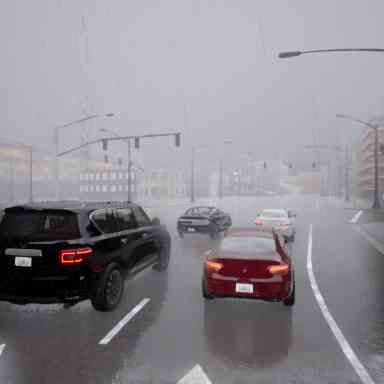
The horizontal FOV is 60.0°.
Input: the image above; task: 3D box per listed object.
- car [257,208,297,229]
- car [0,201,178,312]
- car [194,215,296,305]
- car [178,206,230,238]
[{"bbox_3d":[4.178,1.526,16.534,1.812,1.442,4.674,0,0,20],"label":"car"},{"bbox_3d":[-2.167,1.221,8.012,2.150,2.045,5.566,0,0,12],"label":"car"},{"bbox_3d":[1.445,1.526,8.099,1.812,1.442,4.674,0,0,13],"label":"car"},{"bbox_3d":[0.771,1.491,17.263,2.128,1.511,4.902,0,0,19],"label":"car"}]
